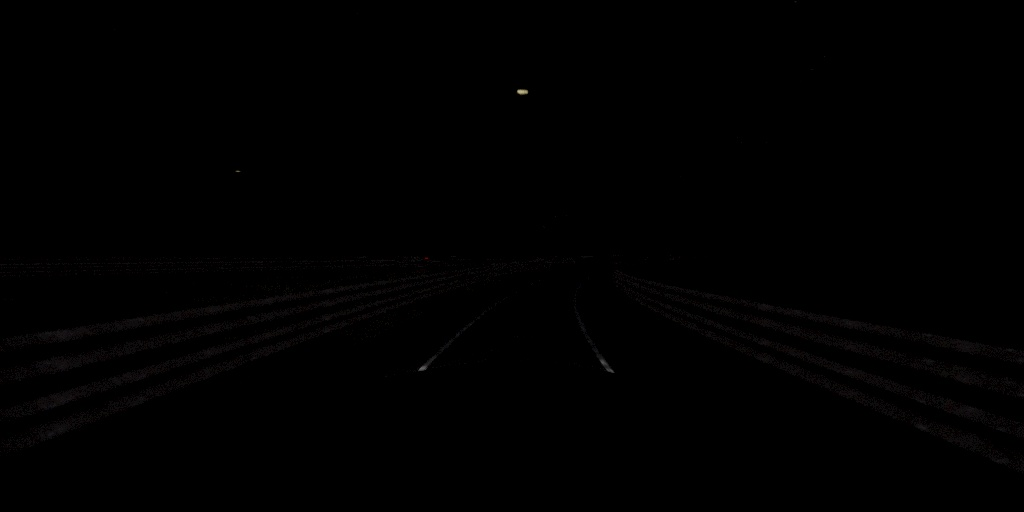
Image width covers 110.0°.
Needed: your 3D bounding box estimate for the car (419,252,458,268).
[{"bbox_3d":[-10.165,0.521,49.765,5.566,2.045,2.150,0,1,-45],"label":"car"}]
